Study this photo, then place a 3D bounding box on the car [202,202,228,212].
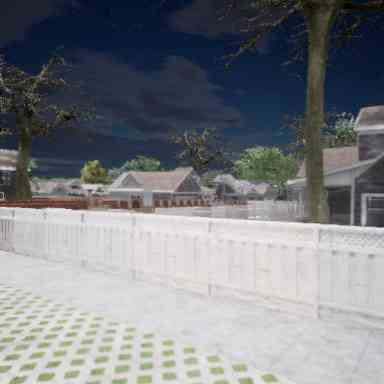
[{"bbox_3d":[2.926,2.039,42.400,2.128,1.511,4.902,1,0,36],"label":"car"}]
